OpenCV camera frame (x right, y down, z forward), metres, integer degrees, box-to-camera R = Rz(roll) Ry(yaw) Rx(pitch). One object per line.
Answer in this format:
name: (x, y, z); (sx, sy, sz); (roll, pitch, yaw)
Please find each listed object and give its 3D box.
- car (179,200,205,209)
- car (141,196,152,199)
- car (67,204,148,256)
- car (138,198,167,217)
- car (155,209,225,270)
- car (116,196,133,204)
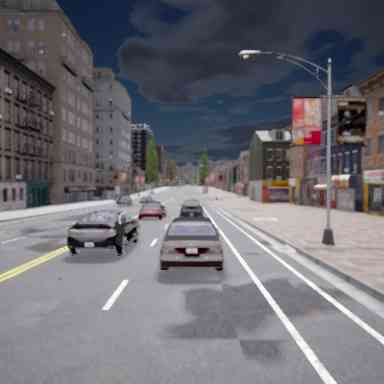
car: (-0.010, 1.444, 28.000); (1.837, 1.490, 4.892); (0, 1, 0)
car: (-6.687, 1.365, 49.064); (1.837, 1.490, 4.892); (0, 0, 0)
car: (-3.230, 1.446, 12.939); (2.128, 1.511, 4.902); (0, 0, 0)
car: (-3.258, 1.502, 28.153); (1.994, 1.385, 4.181); (0, 0, 0)
car: (0.004, 1.506, 10.830); (2.033, 1.411, 5.357); (0, 0, 0)
car: (-9.937, 1.365, 49.079); (1.837, 1.490, 4.892); (0, 0, 0)
